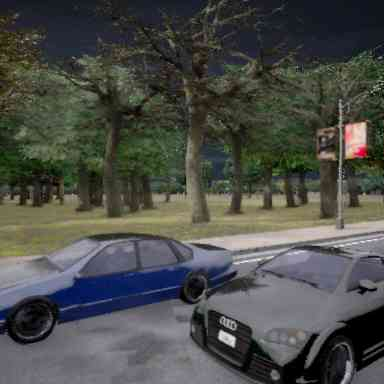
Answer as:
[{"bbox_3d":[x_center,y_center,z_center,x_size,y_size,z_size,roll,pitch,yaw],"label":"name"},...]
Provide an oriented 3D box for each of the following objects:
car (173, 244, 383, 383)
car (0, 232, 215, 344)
[{"bbox_3d":[2.041,1.570,5.144,4.181,1.385,1.994,0,0,-36],"label":"car"},{"bbox_3d":[-1.511,1.551,6.598,5.357,1.411,2.033,0,0,-35],"label":"car"}]
